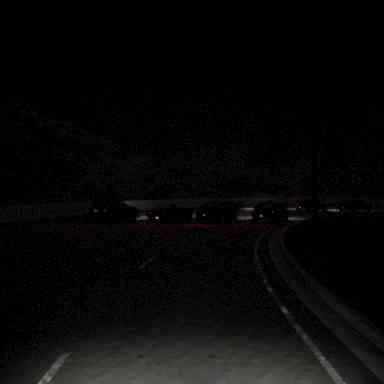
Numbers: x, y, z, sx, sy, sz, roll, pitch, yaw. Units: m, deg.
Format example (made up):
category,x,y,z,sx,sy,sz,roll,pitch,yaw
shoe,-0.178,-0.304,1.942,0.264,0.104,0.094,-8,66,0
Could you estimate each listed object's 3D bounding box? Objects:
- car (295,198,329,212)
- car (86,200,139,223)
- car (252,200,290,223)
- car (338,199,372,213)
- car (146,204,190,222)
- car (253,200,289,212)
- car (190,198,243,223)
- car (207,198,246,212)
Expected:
category,x,y,z,sx,sy,sz,roll,pitch,yaw
car,14.227,1.528,39.385,4.892,1.490,1.837,0,-1,-36
car,-6.025,1.366,25.667,2.097,1.767,4.553,0,0,23
car,6.170,1.540,25.928,1.812,1.442,4.674,0,0,31
car,18.676,1.548,38.173,4.674,1.442,1.812,0,0,-32
car,-1.564,1.616,26.496,1.895,1.301,4.718,0,0,27
car,9.642,1.624,40.326,4.718,1.301,1.895,0,0,-40
car,2.031,1.492,25.738,1.882,1.535,5.008,0,0,28
car,4.278,1.514,40.448,2.128,1.511,4.902,0,0,44
